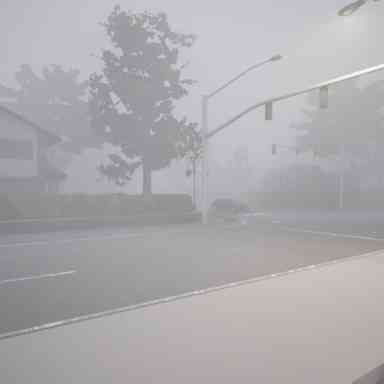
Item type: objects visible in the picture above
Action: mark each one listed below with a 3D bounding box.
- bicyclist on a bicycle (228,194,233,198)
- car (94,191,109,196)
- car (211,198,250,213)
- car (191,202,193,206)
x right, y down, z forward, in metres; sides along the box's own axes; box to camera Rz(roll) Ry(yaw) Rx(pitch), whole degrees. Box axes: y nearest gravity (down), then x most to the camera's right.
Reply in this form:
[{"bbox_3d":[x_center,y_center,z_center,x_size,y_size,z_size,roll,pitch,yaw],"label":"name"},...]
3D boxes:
[{"bbox_3d":[5.859,1.160,51.028,1.656,1.620,0.582,0,0,-36],"label":"bicyclist on a bicycle"},{"bbox_3d":[-20.443,0.843,75.209,2.150,2.045,5.566,0,0,-36],"label":"car"},{"bbox_3d":[4.081,1.405,35.739,1.837,1.490,4.892,0,0,-36],"label":"car"},{"bbox_3d":[-1.824,1.231,43.779,2.097,1.767,4.553,0,0,-36],"label":"car"}]
